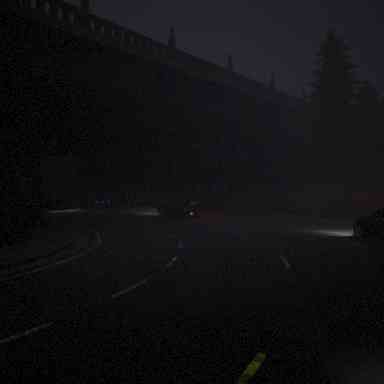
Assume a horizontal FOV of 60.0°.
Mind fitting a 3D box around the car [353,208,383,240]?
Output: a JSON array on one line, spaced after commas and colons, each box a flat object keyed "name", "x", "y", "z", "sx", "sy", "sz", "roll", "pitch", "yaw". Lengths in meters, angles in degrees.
[{"name": "car", "x": 8.327, "y": 1.346, "z": 13.346, "sx": 1.837, "sy": 1.490, "sz": 4.892, "roll": 0, "pitch": 0, "yaw": 0}]

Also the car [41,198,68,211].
[{"name": "car", "x": -17.289, "y": 1.486, "z": 41.482, "sx": 4.892, "sy": 1.490, "sz": 1.837, "roll": -1, "pitch": 0, "yaw": 44}]

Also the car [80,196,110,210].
[{"name": "car", "x": -12.134, "y": 1.269, "z": 41.342, "sx": 2.097, "sy": 1.767, "sz": 4.553, "roll": -1, "pitch": 0, "yaw": -44}]

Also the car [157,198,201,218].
[{"name": "car", "x": -1.252, "y": 1.465, "z": 28.855, "sx": 1.895, "sy": 1.301, "sz": 4.718, "roll": -1, "pitch": 0, "yaw": -33}]
